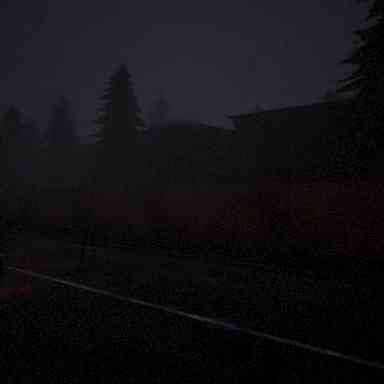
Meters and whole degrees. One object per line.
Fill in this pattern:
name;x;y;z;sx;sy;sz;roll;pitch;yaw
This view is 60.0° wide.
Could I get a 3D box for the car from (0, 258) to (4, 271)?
car;-7.174;1.545;9.021;5.357;1.411;2.033;0;0;36
